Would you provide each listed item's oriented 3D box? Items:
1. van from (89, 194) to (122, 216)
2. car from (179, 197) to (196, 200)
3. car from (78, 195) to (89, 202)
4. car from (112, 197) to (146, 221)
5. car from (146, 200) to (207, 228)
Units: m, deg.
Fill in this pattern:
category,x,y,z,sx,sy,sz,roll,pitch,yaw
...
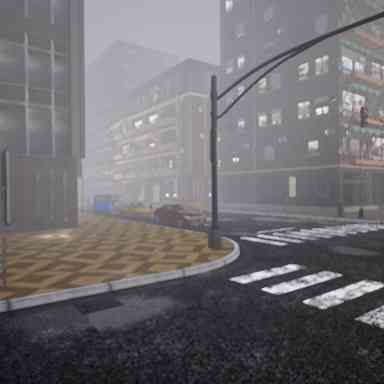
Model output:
category,x,y,z,sx,sy,sz,roll,pitch,yaw
van,-7.429,1.104,29.617,1.690,1.788,3.998,-1,0,-36
car,-0.709,1.205,34.628,1.752,1.417,4.829,-1,0,-36
car,-20.467,1.163,62.275,1.752,1.417,4.829,-1,0,-36
car,-4.035,1.298,24.871,1.752,1.417,4.829,-1,0,-36
car,-0.841,1.365,20.403,1.802,1.307,4.206,-1,0,-36
